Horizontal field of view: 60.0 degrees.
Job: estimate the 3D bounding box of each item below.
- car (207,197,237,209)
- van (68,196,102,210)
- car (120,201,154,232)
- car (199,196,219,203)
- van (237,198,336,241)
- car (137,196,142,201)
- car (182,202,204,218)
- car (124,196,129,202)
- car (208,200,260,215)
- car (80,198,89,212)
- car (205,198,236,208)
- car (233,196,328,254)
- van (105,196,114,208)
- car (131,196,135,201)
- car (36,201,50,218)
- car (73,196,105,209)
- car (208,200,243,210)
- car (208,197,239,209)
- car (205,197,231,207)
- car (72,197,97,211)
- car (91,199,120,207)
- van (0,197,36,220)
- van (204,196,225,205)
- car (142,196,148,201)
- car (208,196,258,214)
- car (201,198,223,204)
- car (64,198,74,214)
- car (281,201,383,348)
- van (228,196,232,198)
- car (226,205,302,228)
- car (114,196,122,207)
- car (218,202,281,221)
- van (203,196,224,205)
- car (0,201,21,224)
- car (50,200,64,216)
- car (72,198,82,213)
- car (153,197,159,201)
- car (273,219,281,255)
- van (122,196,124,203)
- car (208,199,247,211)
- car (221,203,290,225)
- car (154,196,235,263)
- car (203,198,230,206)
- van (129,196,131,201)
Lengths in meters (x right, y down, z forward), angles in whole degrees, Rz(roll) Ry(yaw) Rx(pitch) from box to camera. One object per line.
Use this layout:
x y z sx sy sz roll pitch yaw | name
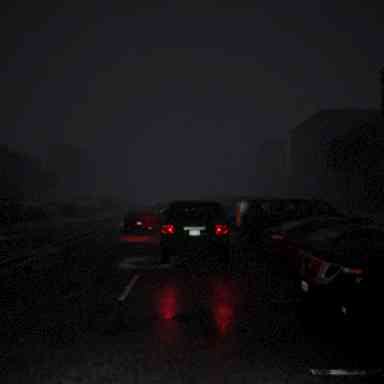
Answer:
4.673 1.696 52.786 4.553 1.767 2.185 0 -1 0 | car
-15.619 1.578 48.629 4.442 1.987 1.878 0 -1 0 | van
-2.905 1.564 20.726 1.882 1.535 5.008 0 0 0 | car
4.671 1.998 91.695 5.566 2.045 2.435 0 -1 0 | car
4.591 1.318 16.660 4.442 1.987 1.878 0 0 0 | van
-15.558 1.898 78.961 5.566 2.045 2.435 0 -1 0 | car
0.095 1.714 33.080 2.033 1.411 5.357 0 0 0 | car
-15.523 1.988 65.169 5.008 1.535 2.097 0 -1 0 | car
4.520 1.667 36.111 5.366 1.575 1.946 0 0 0 | car
-15.498 1.764 40.355 4.674 1.452 2.002 0 0 0 | car
4.710 1.853 55.562 4.892 1.521 2.231 0 -1 0 | car
4.736 1.280 13.880 5.566 2.045 2.435 0 0 0 | car
-15.625 1.635 54.141 4.442 1.987 1.878 0 -1 0 | van
-15.551 1.803 70.687 5.566 2.045 2.435 0 -1 0 | car
-15.483 1.674 29.326 4.674 1.452 2.002 0 0 0 | car
-15.529 1.525 45.871 5.566 2.045 2.435 0 -1 0 | car
4.702 1.807 47.225 4.674 1.452 2.002 0 -1 0 | car
4.673 1.669 50.006 4.553 1.767 2.185 0 -1 0 | car
4.734 1.787 61.122 4.553 1.767 2.185 0 -1 0 | car
-15.503 1.749 43.113 5.008 1.535 2.097 0 -1 0 | car
-15.510 1.964 59.654 4.674 1.452 2.002 0 -1 0 | car
-15.366 1.389 26.695 4.442 1.987 1.878 0 0 0 | van
4.819 1.814 72.239 4.442 1.987 1.878 0 -1 0 | van
-15.513 2.320 92.746 4.792 1.488 2.163 0 -1 0 | car
4.677 1.441 38.891 5.566 2.045 2.435 0 -1 0 | car
4.695 2.102 77.795 4.892 1.521 2.231 0 -1 0 | car
-15.484 1.678 34.841 4.892 1.521 2.231 0 0 0 | car
4.681 1.248 5.668 5.566 2.045 2.435 0 0 0 | car
4.589 1.423 33.333 4.442 1.987 1.878 0 0 0 | van
4.705 1.616 22.341 4.674 1.452 2.002 0 0 0 | car
-15.325 1.889 56.897 5.366 1.575 1.946 0 -1 0 | car
4.700 1.611 27.773 4.892 1.521 2.231 0 0 0 | car
4.819 1.844 75.018 4.442 1.987 1.878 0 -1 0 | van
-15.475 1.596 23.812 4.892 1.521 2.231 0 0 0 | car
-15.674 1.652 32.085 5.366 1.575 1.946 0 0 0 | car
-15.522 1.730 37.599 4.792 1.488 2.163 0 0 0 | car
-2.905 1.677 37.366 1.882 1.535 5.008 0 0 0 | car
4.706 1.548 8.385 4.674 1.452 2.002 0 0 0 | car
-15.632 1.730 62.414 4.442 1.987 1.878 0 -1 0 | van
4.699 1.742 44.447 4.892 1.521 2.231 0 -1 0 | car
4.677 1.621 24.995 4.792 1.488 2.163 0 0 0 | car
0.084 1.268 12.243 2.150 2.045 5.566 0 0 0 | car
4.697 1.945 63.899 5.008 1.535 2.097 0 -1 0 | car
-15.404 1.796 67.929 4.442 1.987 1.878 0 -1 0 | van
